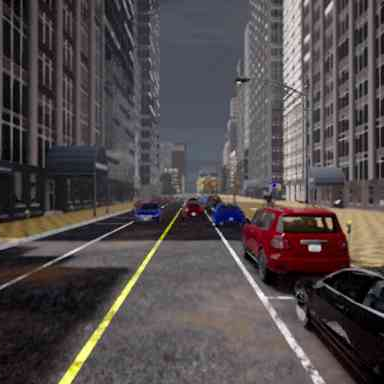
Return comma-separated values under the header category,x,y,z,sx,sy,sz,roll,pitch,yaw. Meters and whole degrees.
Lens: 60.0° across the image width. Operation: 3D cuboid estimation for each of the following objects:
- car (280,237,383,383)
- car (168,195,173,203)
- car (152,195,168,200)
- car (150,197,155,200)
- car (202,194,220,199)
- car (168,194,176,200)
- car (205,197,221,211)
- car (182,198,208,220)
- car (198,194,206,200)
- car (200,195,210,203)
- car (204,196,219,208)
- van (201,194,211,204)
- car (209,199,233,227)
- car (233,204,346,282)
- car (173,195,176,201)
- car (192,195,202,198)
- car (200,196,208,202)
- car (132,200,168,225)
category,x,y,z,sx,sy,sz,roll,pitch,yaw
car,2.699,1.569,4.174,1.947,1.339,4.313,0,0,0
car,-5.612,1.583,70.654,1.887,1.381,4.507,0,0,0
car,-5.628,1.345,54.036,2.192,1.841,5.009,0,0,0
car,-5.647,1.604,37.418,1.802,1.307,4.206,0,0,0
car,2.741,1.340,42.949,2.192,1.841,5.009,0,0,0
car,-5.588,1.489,92.811,1.967,1.590,4.097,0,0,0
car,2.734,1.588,37.410,1.947,1.339,4.313,0,0,0
car,0.130,1.542,28.086,1.812,1.442,4.674,0,0,0
car,2.792,1.489,92.803,1.967,1.590,4.097,0,0,0
car,2.769,1.478,70.646,1.967,1.590,4.097,0,0,0
car,2.745,1.467,48.488,1.967,1.590,4.097,0,0,0
van,2.763,1.377,65.106,1.690,1.788,3.998,0,0,0
car,2.385,1.491,22.734,1.882,1.535,5.008,0,0,0
car,2.706,1.321,9.713,2.192,1.841,5.009,0,0,0
car,-5.595,1.591,87.271,1.887,1.381,4.507,0,0,0
car,0.149,1.530,45.912,1.837,1.490,4.892,0,0,0
car,2.774,1.566,76.354,1.752,1.417,4.829,0,0,0
car,-3.072,1.540,24.471,1.812,1.442,4.674,0,0,0
